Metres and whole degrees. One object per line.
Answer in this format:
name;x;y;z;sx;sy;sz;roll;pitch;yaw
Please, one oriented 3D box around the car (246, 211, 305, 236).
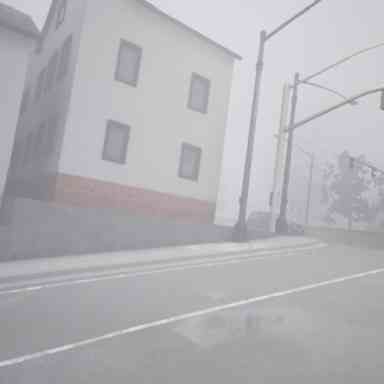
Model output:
car;7.345;2.870;29.805;2.150;2.045;5.566;11;-6;-35
